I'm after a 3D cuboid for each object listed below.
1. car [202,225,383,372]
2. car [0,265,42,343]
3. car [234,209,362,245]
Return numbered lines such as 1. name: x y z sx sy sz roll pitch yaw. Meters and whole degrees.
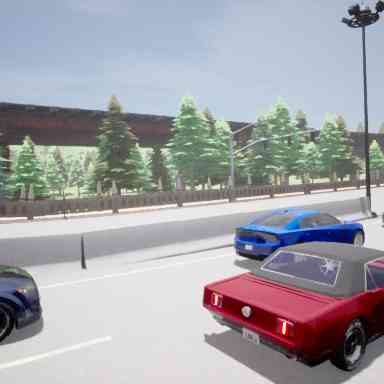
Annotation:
1. car: 2.566 1.528 5.602 4.718 1.301 1.895 -2 1 -36
2. car: -4.495 1.563 4.843 4.181 1.385 1.994 0 0 -36
3. car: 3.576 1.282 10.640 5.008 1.535 1.882 -3 2 -36
